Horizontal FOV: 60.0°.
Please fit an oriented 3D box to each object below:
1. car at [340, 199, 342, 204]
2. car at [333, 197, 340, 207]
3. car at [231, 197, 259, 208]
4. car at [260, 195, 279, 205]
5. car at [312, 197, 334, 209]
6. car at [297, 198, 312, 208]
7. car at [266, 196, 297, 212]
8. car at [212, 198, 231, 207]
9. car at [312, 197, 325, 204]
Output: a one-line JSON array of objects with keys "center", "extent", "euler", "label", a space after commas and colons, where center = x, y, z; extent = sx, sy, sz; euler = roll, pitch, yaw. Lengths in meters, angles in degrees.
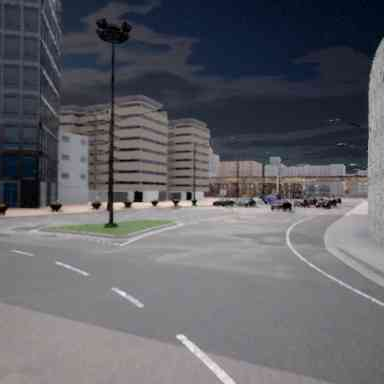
[{"center": [30.978, 1.841, 71.439], "extent": [2.128, 1.511, 4.902], "euler": [1, 0, 29], "label": "car"}, {"center": [26.005, 1.913, 62.313], "extent": [1.837, 1.490, 4.892], "euler": [1, 0, 29], "label": "car"}, {"center": [8.378, 1.543, 52.060], "extent": [2.097, 1.767, 4.553], "euler": [1, 0, 29], "label": "car"}, {"center": [15.893, 1.526, 65.702], "extent": [2.150, 2.045, 5.566], "euler": [1, 0, 29], "label": "car"}, {"center": [20.866, 1.935, 52.803], "extent": [1.895, 1.301, 4.718], "euler": [1, 0, 29], "label": "car"}, {"center": [18.110, 1.833, 55.037], "extent": [1.812, 1.442, 4.674], "euler": [1, 0, 29], "label": "car"}, {"center": [11.661, 1.702, 43.262], "extent": [2.128, 1.511, 4.902], "euler": [1, 0, 29], "label": "car"}, {"center": [5.131, 1.704, 53.416], "extent": [2.033, 1.411, 5.357], "euler": [1, 0, 29], "label": "car"}, {"center": [27.904, 1.823, 73.114], "extent": [2.033, 1.411, 5.357], "euler": [1, 0, 29], "label": "car"}]
